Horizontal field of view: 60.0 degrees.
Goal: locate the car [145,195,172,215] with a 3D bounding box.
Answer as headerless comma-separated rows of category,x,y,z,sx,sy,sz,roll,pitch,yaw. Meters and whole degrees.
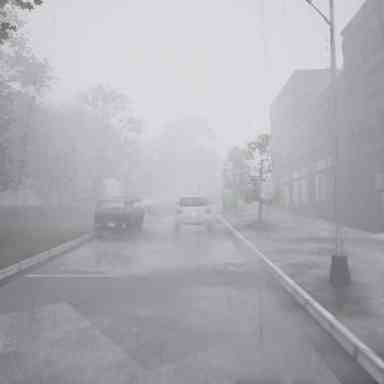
car,-3.403,1.286,34.475,2.185,1.767,4.553,-1,1,2

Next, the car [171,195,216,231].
car,0.099,1.208,20.744,2.150,2.045,5.566,0,0,0

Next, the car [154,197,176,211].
car,-3.162,1.384,40.178,2.097,1.535,5.008,0,0,2

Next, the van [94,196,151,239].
van,-3.627,1.249,17.513,1.878,1.987,4.442,1,0,2

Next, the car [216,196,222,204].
car,3.409,1.456,61.727,2.231,1.521,4.892,-2,-1,29

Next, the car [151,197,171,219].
car,-3.404,1.442,28.767,2.231,1.521,4.892,0,0,2

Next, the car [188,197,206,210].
car,0.708,1.365,41.065,1.837,1.490,4.892,-1,0,5
